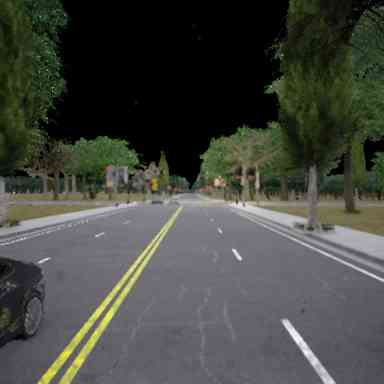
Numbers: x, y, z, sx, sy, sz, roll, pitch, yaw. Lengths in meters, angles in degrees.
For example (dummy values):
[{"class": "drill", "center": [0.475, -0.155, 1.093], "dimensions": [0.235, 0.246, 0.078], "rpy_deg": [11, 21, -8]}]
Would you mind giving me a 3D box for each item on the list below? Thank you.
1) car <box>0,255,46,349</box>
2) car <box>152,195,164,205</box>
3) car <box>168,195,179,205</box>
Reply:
[{"class": "car", "center": [-3.339, 1.528, 3.840], "dimensions": [1.812, 1.442, 4.674], "rpy_deg": [0, 0, 0]}, {"class": "car", "center": [-6.510, 1.457, 63.173], "dimensions": [2.097, 1.767, 4.553], "rpy_deg": [0, 0, -6]}, {"class": "car", "center": [-3.262, 1.704, 59.832], "dimensions": [1.895, 1.301, 4.718], "rpy_deg": [0, 0, -2]}]
